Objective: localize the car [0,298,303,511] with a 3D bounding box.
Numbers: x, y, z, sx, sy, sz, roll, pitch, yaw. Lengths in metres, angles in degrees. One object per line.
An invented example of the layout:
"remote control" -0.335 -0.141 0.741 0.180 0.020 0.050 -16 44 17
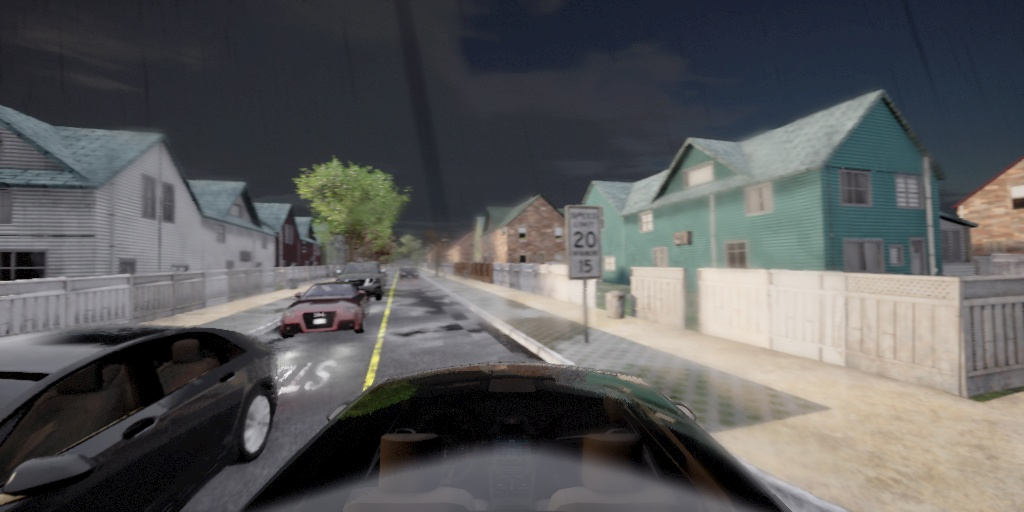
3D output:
"car" -3.197 1.312 2.128 1.837 1.490 4.892 -1 -1 -12

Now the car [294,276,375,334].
"car" -5.492 1.509 11.014 1.994 1.385 4.181 -1 -1 -18

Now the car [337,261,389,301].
"car" -8.229 1.313 19.835 2.150 2.045 5.566 -1 -1 -17

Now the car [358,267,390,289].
"car" -11.207 1.745 29.468 2.128 1.511 4.902 -1 -1 -17

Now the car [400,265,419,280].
"car" -11.715 2.000 41.004 1.895 1.301 4.718 -1 -1 -17
